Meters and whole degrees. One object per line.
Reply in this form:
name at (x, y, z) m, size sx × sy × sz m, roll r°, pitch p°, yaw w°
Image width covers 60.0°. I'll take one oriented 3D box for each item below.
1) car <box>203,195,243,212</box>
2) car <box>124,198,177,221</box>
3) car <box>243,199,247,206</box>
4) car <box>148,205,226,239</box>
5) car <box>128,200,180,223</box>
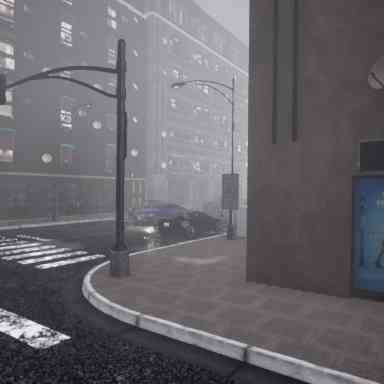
car at (3.155, 1.224, 35.946) m, size 2.192 × 1.841 × 5.009 m, roll 1°, pitch 1°, yaw 35°
car at (-3.267, 1.362, 26.799) m, size 1.967 × 1.590 × 4.097 m, roll 1°, pitch 1°, yaw 35°
car at (6.362, 1.483, 40.522) m, size 1.802 × 1.307 × 4.206 m, roll 1°, pitch 1°, yaw 35°
car at (-0.029, 1.599, 17.700) m, size 1.947 × 1.339 × 4.313 m, roll 1°, pitch 1°, yaw 35°
car at (-2.174, 1.482, 24.069) m, size 1.812 × 1.442 × 4.674 m, roll 1°, pitch 1°, yaw 35°
